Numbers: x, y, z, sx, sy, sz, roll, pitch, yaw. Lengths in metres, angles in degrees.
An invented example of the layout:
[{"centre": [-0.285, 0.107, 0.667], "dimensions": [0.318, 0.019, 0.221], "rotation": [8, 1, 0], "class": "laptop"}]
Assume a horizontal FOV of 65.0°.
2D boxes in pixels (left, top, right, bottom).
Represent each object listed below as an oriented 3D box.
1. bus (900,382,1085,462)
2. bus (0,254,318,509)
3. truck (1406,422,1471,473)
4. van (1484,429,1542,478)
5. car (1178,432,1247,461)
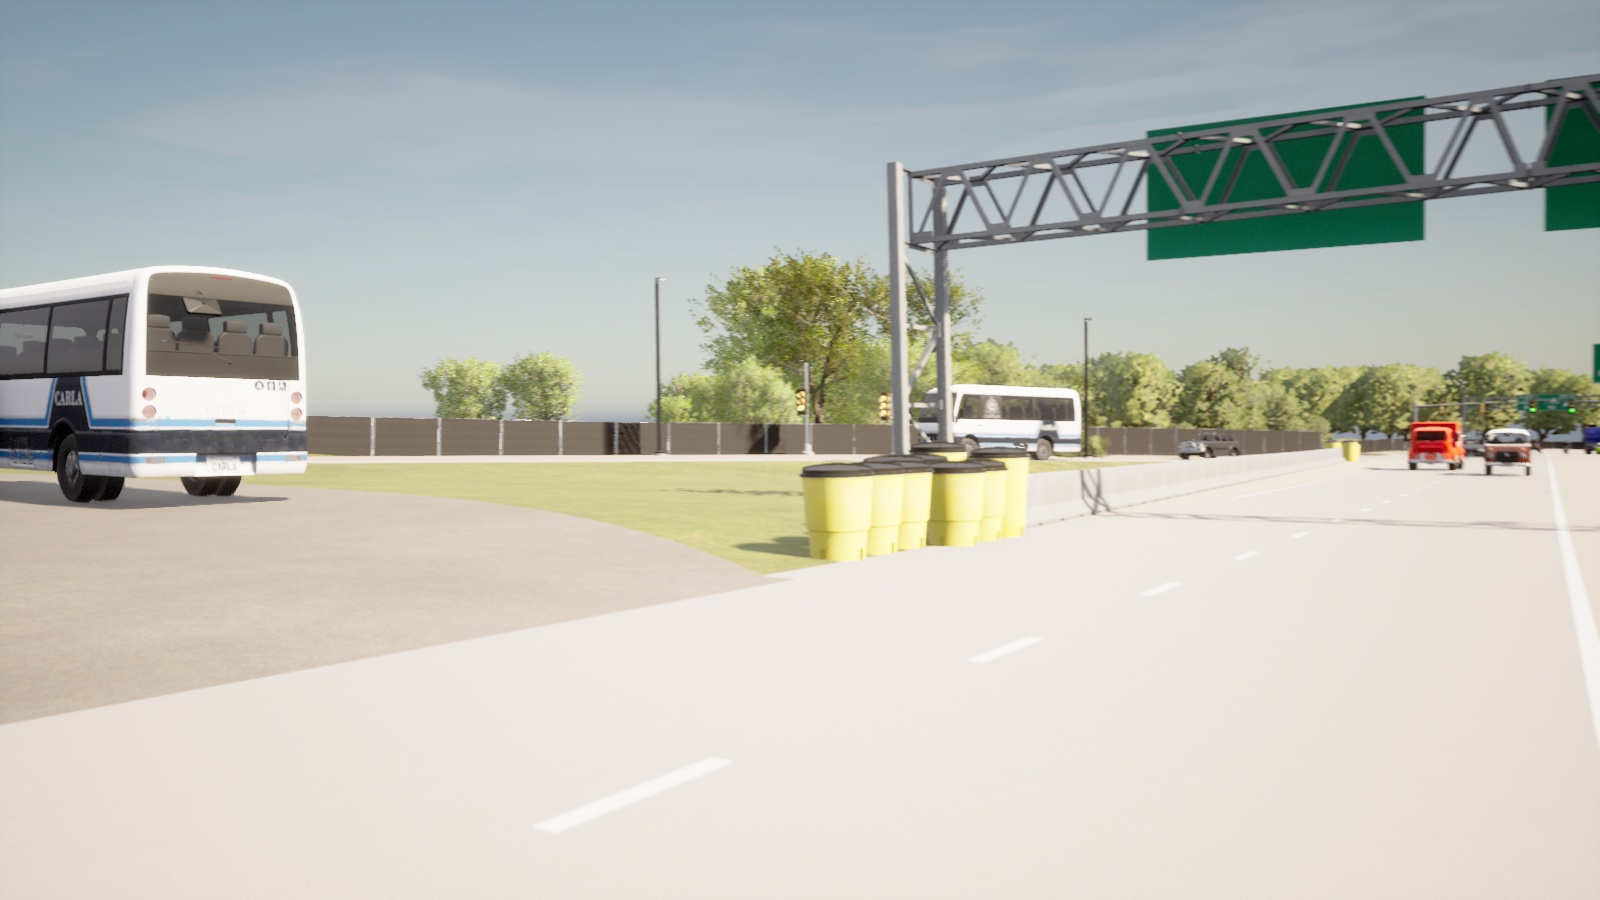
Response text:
[{"centre": [11.059, -1.526, 71.482], "dimensions": [10.273, 4.253, 3.944], "rotation": [0, 1, -32], "class": "bus"}, {"centre": [-14.469, -1.243, 25.666], "dimensions": [10.273, 4.253, 3.944], "rotation": [1, 1, 39], "class": "bus"}, {"centre": [32.775, -0.149, 64.361], "dimensions": [2.627, 2.467, 5.204], "rotation": [0, 0, 31], "class": "truck"}, {"centre": [30.968, 0.135, 54.511], "dimensions": [2.069, 2.038, 4.480], "rotation": [0, 0, 31], "class": "van"}, {"centre": [27.018, -0.213, 82.238], "dimensions": [4.605, 1.855, 1.932], "rotation": [0, 1, -37], "class": "car"}]
